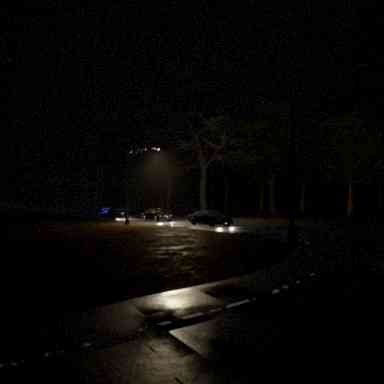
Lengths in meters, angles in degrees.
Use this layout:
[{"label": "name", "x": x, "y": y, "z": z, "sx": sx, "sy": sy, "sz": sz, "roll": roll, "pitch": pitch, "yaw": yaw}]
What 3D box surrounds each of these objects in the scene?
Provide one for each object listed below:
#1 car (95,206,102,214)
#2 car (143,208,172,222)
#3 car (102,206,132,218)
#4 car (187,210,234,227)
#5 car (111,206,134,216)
[{"label": "car", "x": -17.635, "y": 3.509, "z": 65.336, "sx": 1.882, "sy": 1.535, "sz": 5.008, "roll": 1, "pitch": -2, "yaw": -33}, {"label": "car", "x": -4.029, "y": 2.576, "z": 38.028, "sx": 1.837, "sy": 1.490, "sz": 4.892, "roll": 1, "pitch": -2, "yaw": -33}, {"label": "car", "x": -10.966, "y": 2.971, "z": 48.637, "sx": 2.128, "sy": 1.511, "sz": 4.902, "roll": 1, "pitch": -2, "yaw": -33}, {"label": "car", "x": 1.478, "y": 2.279, "z": 29.669, "sx": 2.033, "sy": 1.411, "sz": 5.357, "roll": 0, "pitch": -2, "yaw": -30}, {"label": "car", "x": -11.919, "y": 3.220, "z": 56.618, "sx": 2.128, "sy": 1.511, "sz": 4.902, "roll": 1, "pitch": -2, "yaw": -33}]
